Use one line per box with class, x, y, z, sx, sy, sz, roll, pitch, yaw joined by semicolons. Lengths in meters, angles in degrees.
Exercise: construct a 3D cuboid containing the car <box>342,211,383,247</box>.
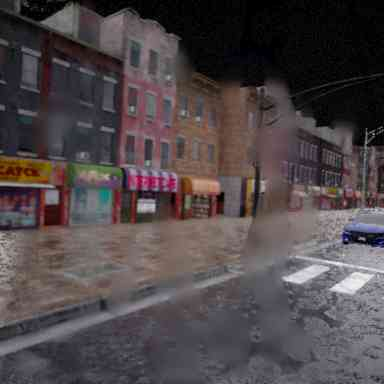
car;8.638;1.680;15.703;1.882;1.535;5.008;3;2;39
